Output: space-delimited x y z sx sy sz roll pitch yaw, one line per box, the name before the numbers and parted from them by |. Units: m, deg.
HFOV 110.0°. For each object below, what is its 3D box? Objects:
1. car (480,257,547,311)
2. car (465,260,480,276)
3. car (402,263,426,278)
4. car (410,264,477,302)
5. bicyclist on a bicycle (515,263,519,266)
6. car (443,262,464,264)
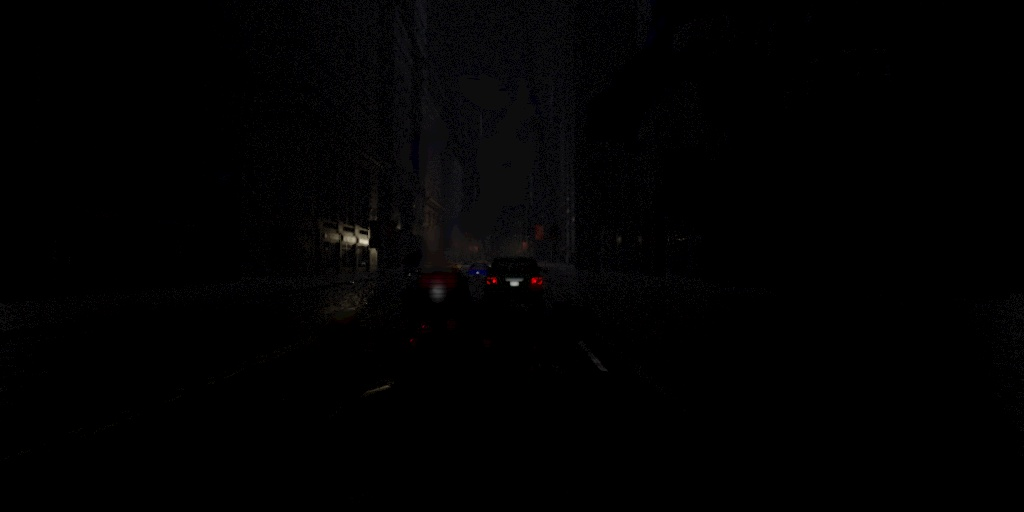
car | 0.087 1.045 15.003 2.150 2.045 5.566 0 0 0
car | -3.172 1.409 35.688 1.882 1.535 5.008 0 0 0
car | -9.868 1.488 37.488 2.033 1.411 5.357 0 0 0
car | -3.164 1.329 17.760 2.128 1.511 4.902 0 0 0
bicyclist on a bicycle | 0.862 1.393 54.530 0.659 1.776 1.843 0 0 0
car | -6.614 1.419 37.682 1.882 1.535 5.008 0 0 0
